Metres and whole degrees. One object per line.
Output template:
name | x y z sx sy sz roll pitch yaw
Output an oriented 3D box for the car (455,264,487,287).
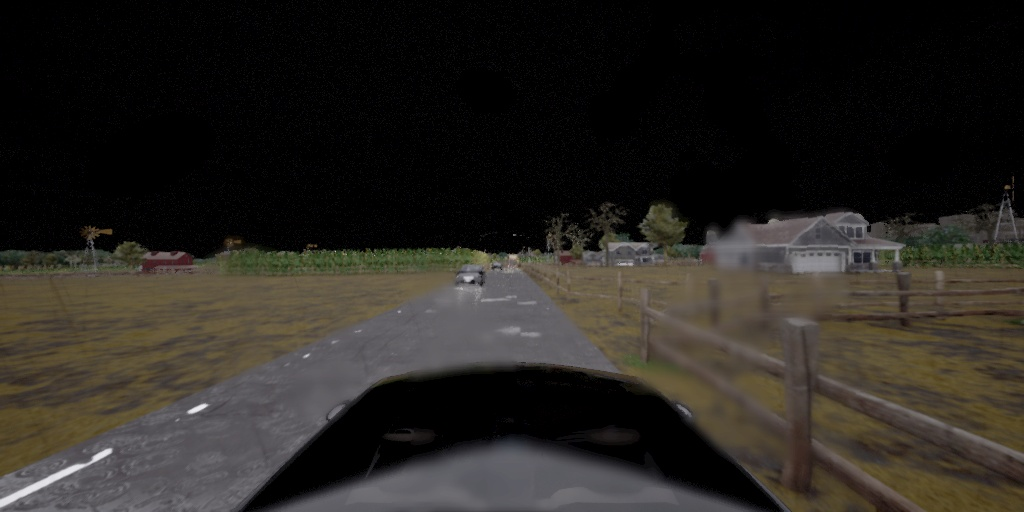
car | -2.848 1.353 25.733 2.128 1.511 4.902 0 0 0
